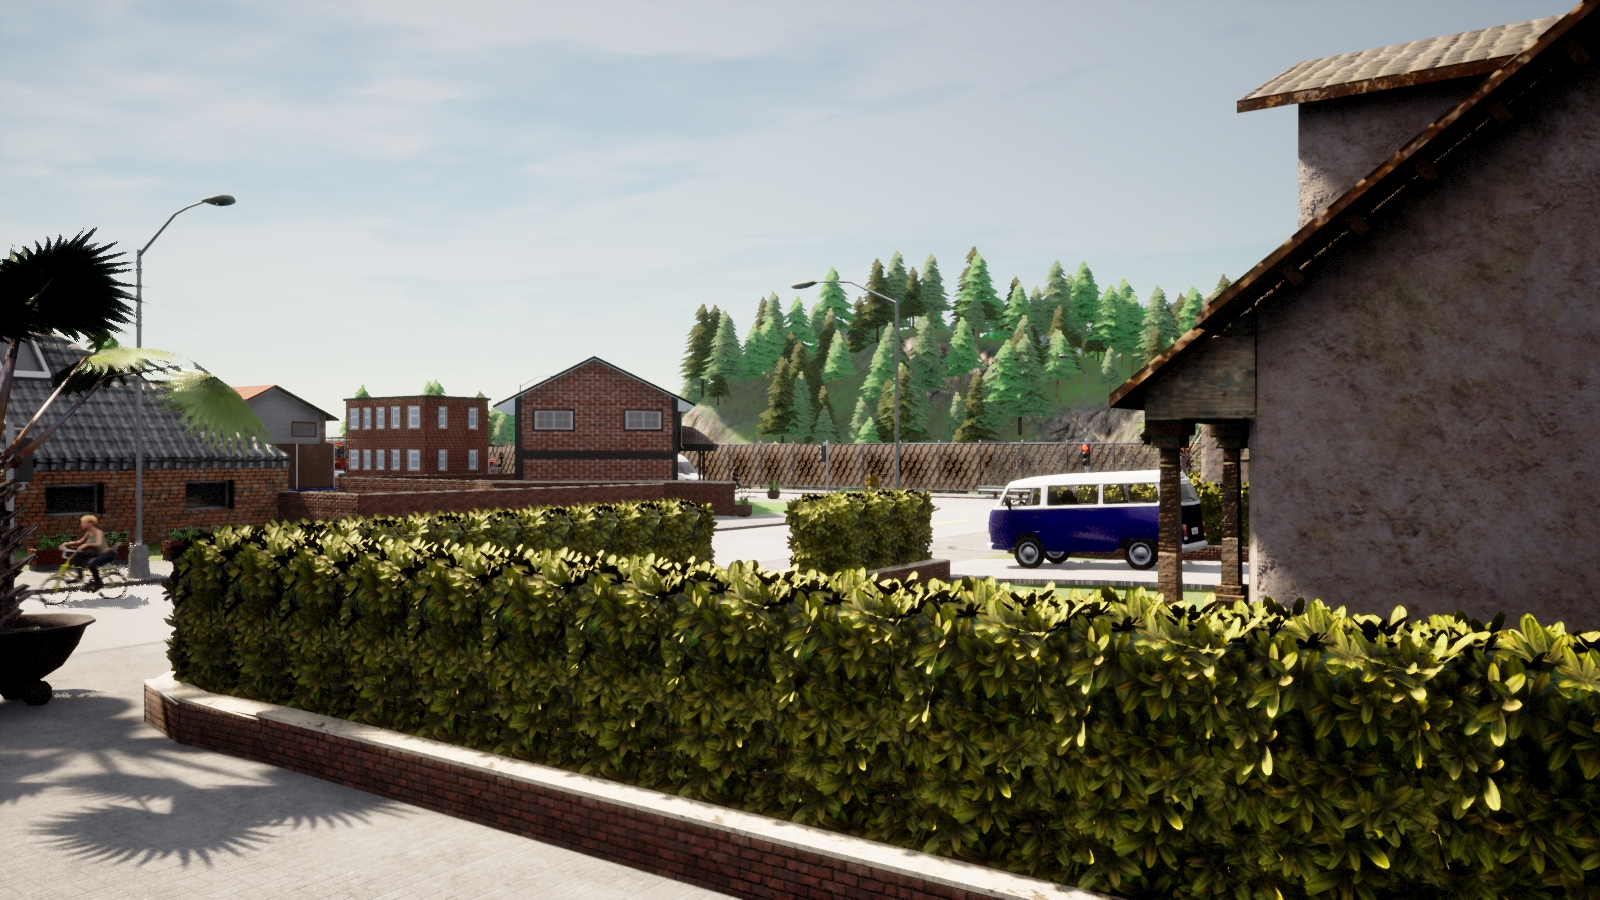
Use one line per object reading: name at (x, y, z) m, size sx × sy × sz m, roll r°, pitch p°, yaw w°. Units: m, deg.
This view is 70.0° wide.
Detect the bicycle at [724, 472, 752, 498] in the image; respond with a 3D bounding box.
bicycle at (-3.643, 2.044, 67.431) m, size 1.835 × 1.471 × 0.329 m, roll 0°, pitch 0°, yaw 35°

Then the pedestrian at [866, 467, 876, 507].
pedestrian at (3.313, 1.734, 53.212) m, size 0.375 × 1.860 × 0.375 m, roll 0°, pitch 0°, yaw 14°

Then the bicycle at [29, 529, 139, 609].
bicycle at (-13.048, 2.149, 20.842) m, size 0.859 × 1.276 × 1.487 m, roll 0°, pitch 0°, yaw 35°
